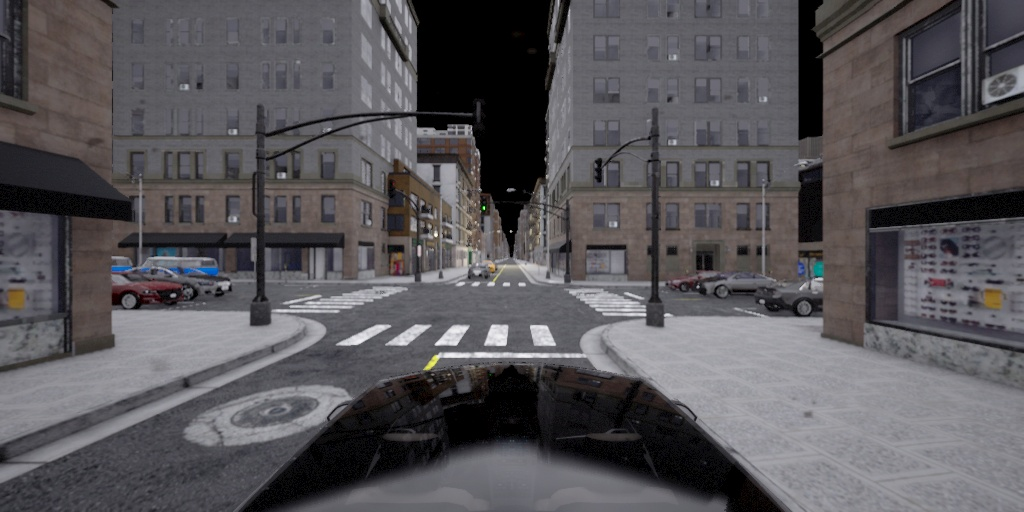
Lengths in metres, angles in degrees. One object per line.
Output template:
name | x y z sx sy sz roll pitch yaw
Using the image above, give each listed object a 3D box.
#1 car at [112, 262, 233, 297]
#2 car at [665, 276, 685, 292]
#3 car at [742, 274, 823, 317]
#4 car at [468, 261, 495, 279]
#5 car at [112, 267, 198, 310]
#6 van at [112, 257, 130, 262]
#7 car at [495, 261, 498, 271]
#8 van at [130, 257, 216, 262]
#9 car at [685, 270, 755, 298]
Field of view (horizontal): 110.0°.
car | -15.575 1.181 16.421 4.902 1.511 2.128 1 0 0
car | 11.636 1.531 22.021 4.207 1.307 1.802 0 0 0
car | 11.608 1.509 13.496 4.403 1.370 2.007 0 0 0
car | -3.122 1.363 34.487 2.128 1.511 4.902 0 0 0
car | -15.155 1.241 13.663 4.507 1.381 1.888 0 0 0
van | -26.110 0.922 22.265 3.998 1.789 1.690 0 0 0
car | -3.135 1.382 44.570 1.882 1.535 5.008 0 0 0
van | -20.619 0.975 22.231 3.998 1.789 1.690 0 0 0
car | 12.090 1.520 19.450 4.181 1.385 1.994 1 0 0
